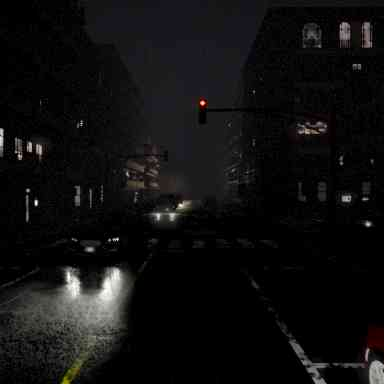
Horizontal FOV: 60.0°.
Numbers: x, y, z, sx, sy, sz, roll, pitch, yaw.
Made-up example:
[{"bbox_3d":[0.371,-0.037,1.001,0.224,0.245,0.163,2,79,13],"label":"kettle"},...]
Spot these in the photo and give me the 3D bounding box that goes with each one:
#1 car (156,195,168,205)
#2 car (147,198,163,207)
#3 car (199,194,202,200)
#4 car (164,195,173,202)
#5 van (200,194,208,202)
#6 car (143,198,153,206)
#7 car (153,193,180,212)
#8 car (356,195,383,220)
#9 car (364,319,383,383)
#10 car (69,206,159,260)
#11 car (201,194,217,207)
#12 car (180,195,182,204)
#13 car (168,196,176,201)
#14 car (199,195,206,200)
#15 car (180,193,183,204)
[{"bbox_3d":[-5.528,1.462,61.888,1.967,1.590,4.097,-1,0,0],"label":"car"},{"bbox_3d":[-5.557,1.580,50.832,1.947,1.339,4.313,0,0,0],"label":"car"},{"bbox_3d":[2.869,1.578,67.388,2.008,1.369,4.403,-1,0,0],"label":"car"},{"bbox_3d":[-5.481,1.563,78.302,1.752,1.417,4.829,-1,0,0],"label":"car"},{"bbox_3d":[2.898,1.379,78.443,1.690,1.788,3.998,-1,0,0],"label":"van"},{"bbox_3d":[-5.572,1.561,45.305,2.008,1.369,4.403,0,0,0],"label":"car"},{"bbox_3d":[-2.989,1.228,40.085,2.150,2.045,5.566,0,0,0],"label":"car"},{"bbox_3d":[14.907,1.206,24.758,5.008,1.535,1.882,-1,0,-1],"label":"car"},{"bbox_3d":[2.687,1.544,1.805,1.887,1.381,4.507,0,0,0],"label":"car"},{"bbox_3d":[-2.900,1.491,12.581,2.128,1.511,4.902,0,0,5],"label":"car"},{"bbox_3d":[2.822,1.454,50.804,1.967,1.590,4.097,-1,0,0],"label":"car"},{"bbox_3d":[-2.956,1.561,50.390,2.033,1.411,5.357,0,0,0],"label":"car"},{"bbox_3d":[-5.449,1.632,89.528,1.802,1.307,4.206,-1,0,0],"label":"car"},{"bbox_3d":[2.946,1.602,95.027,1.887,1.381,4.507,-1,0,0],"label":"car"},{"bbox_3d":[-2.880,1.247,63.425,2.150,2.045,5.566,0,0,0],"label":"car"}]
